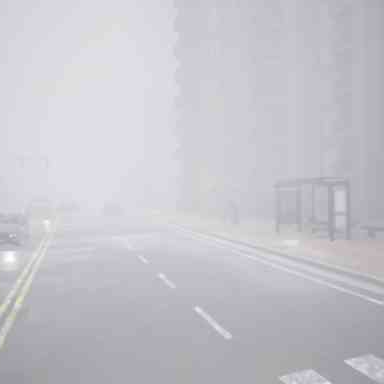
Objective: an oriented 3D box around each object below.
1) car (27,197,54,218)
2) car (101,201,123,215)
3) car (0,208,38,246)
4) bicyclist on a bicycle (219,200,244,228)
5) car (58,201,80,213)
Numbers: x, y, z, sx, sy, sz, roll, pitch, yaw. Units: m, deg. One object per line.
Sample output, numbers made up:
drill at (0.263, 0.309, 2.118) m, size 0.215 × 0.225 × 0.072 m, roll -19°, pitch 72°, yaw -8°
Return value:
car at (-15.264, 1.531, 33.634) m, size 2.150 × 2.045 × 5.566 m, roll -1°, pitch 0°, yaw -20°
car at (-8.823, 1.680, 36.424) m, size 1.882 × 1.535 × 5.008 m, roll -1°, pitch 0°, yaw -20°
car at (-9.085, 1.760, 16.240) m, size 2.033 × 1.411 × 5.357 m, roll -1°, pitch 0°, yaw -20°
bicyclist on a bicycle at (2.354, 1.297, 19.809) m, size 1.656 × 1.620 × 0.582 m, roll -1°, pitch 0°, yaw -20°
car at (-15.474, 1.804, 41.659) m, size 1.882 × 1.535 × 5.008 m, roll -1°, pitch 0°, yaw -32°
